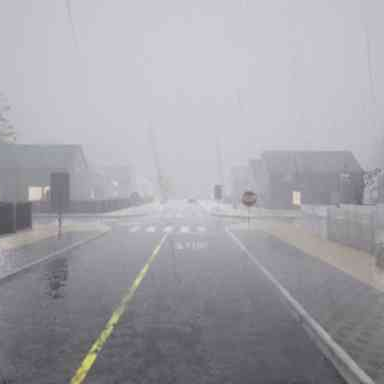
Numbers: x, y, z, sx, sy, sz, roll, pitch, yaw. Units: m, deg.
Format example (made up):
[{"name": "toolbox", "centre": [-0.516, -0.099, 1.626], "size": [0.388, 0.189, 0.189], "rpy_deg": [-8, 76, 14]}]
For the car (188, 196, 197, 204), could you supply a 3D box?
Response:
[{"name": "car", "centre": [0.010, 1.796, 70.007], "size": [2.128, 1.511, 4.902], "rpy_deg": [0, 0, 0]}]

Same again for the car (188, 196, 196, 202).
[{"name": "car", "centre": [0.012, 1.679, 80.429], "size": [1.882, 1.535, 5.008], "rpy_deg": [0, -1, 0]}]
